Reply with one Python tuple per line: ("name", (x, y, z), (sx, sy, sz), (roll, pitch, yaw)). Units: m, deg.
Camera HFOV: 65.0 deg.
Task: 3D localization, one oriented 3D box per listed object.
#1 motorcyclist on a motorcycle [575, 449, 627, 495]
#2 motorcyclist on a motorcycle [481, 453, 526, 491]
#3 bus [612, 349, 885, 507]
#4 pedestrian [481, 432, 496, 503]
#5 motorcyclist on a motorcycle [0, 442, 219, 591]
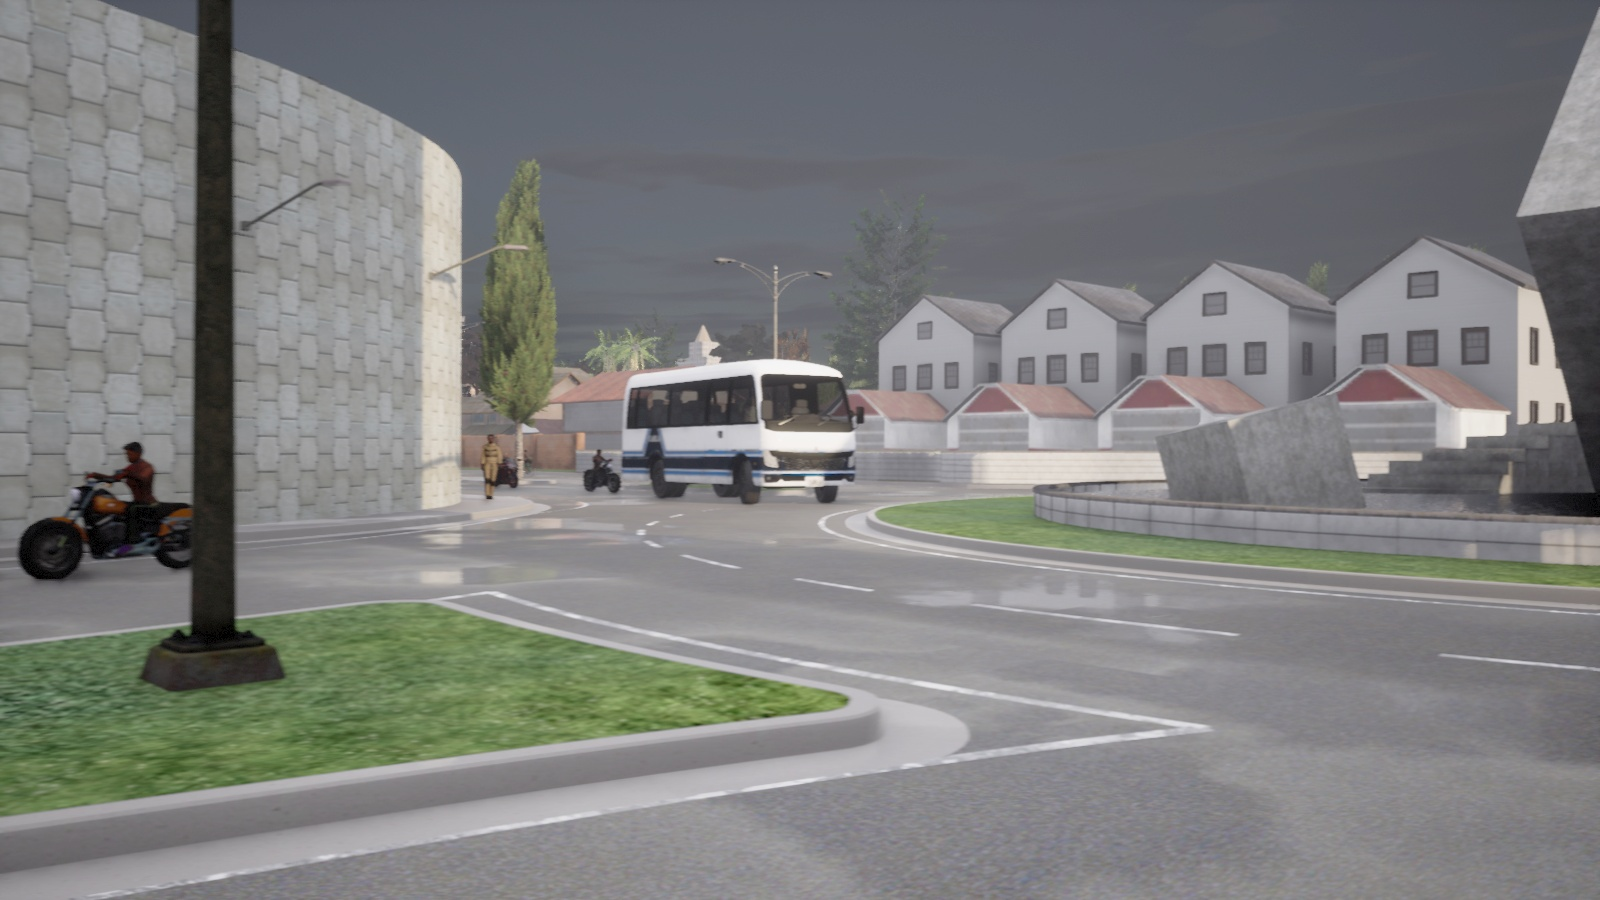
("motorcyclist on a motorcycle", (-7.402, 0.792, 46.611), (0.766, 1.649, 2.350), (0, 0, -41))
("motorcyclist on a motorcycle", (-12.340, 0.897, 52.177), (0.866, 1.530, 2.191), (0, 0, -42))
("bus", (-1.971, -0.559, 39.303), (3.944, 4.253, 10.273), (0, 0, -32))
("pedestrian", (-8.522, 0.478, 34.348), (0.396, 1.930, 0.692), (0, 0, -14))
("motorcyclist on a motorcycle", (-8.299, 0.739, 15.137), (0.766, 1.649, 2.350), (-1, 0, 28))
